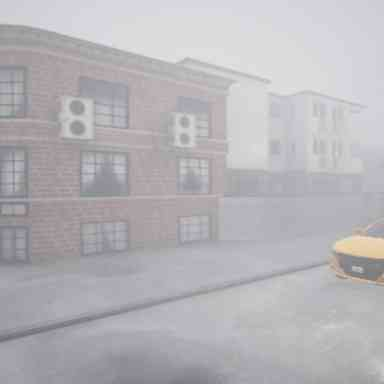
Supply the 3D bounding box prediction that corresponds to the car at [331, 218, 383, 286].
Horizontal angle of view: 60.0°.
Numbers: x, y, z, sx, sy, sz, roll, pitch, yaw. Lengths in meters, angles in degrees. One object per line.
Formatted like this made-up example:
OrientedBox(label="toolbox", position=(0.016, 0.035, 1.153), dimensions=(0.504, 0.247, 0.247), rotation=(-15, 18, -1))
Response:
OrientedBox(label="car", position=(5.587, 1.371, 8.585), dimensions=(5.008, 1.535, 1.882), rotation=(0, 0, -35))
